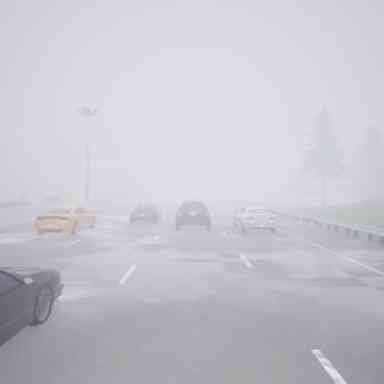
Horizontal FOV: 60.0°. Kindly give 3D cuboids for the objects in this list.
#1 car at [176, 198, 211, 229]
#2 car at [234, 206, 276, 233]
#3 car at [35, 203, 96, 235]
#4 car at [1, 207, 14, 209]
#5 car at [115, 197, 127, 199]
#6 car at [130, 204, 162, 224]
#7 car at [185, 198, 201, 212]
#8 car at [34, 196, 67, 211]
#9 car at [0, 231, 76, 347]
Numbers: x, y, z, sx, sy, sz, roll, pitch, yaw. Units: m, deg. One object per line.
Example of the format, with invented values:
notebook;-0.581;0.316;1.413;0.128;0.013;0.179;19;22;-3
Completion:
car;0.081;1.350;21.616;2.097;1.767;4.553;0;0;1
car;3.614;1.524;19.550;1.812;1.442;4.674;0;0;0
car;-6.886;1.477;18.652;1.882;1.535;5.008;0;0;0
car;-21.067;1.600;35.574;1.895;1.301;4.718;0;0;0
car;-17.441;1.138;82.040;2.150;2.045;5.566;0;0;0
car;-3.382;1.562;24.922;1.994;1.385;4.181;0;0;0
car;0.092;1.503;40.588;1.837;1.490;4.892;0;0;0
car;-17.555;1.350;41.466;2.097;1.767;4.553;0;0;0
car;-3.397;1.547;3.993;2.033;1.411;5.357;0;0;0
